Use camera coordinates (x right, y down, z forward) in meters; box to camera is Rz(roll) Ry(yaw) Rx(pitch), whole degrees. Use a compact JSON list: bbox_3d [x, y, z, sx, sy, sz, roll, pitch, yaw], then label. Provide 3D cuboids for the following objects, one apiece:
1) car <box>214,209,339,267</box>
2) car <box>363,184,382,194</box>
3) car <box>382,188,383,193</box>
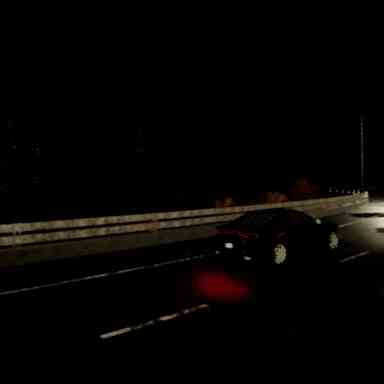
[{"bbox_3d":[2.917,1.282,10.854,5.008,1.535,1.882,-2,1,-40],"label":"car"},{"bbox_3d":[37.826,-0.595,71.171,2.150,2.045,5.566,-1,1,9],"label":"car"},{"bbox_3d":[41.265,-0.330,70.486,1.994,1.385,4.181,-1,1,9],"label":"car"}]
